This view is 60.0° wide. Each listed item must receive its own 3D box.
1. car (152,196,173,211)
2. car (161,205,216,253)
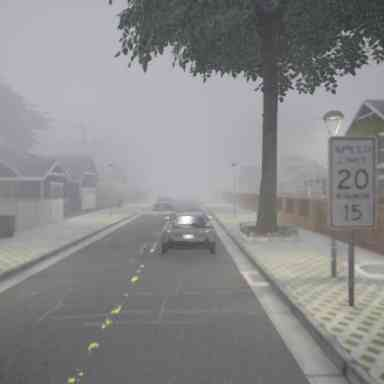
[{"bbox_3d":[-3.024,1.169,35.688,1.812,1.442,4.674,0,1,0],"label":"car"},{"bbox_3d":[-0.123,1.433,13.052,1.994,1.385,4.181,0,1,0],"label":"car"}]
